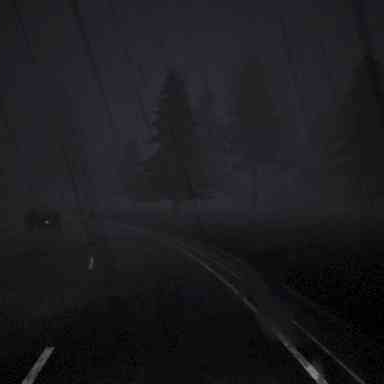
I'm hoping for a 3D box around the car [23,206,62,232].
[{"bbox_3d":[-9.905,1.666,21.900,1.882,1.535,5.008,0,-1,-31],"label":"car"}]
